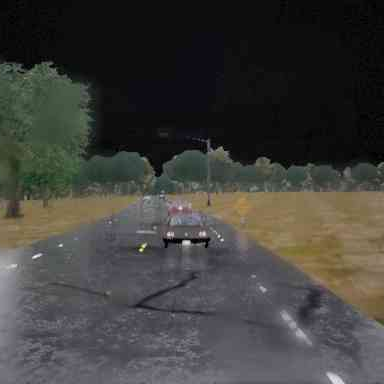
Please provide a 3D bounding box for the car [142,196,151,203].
[{"bbox_3d":[-10.178,1.680,75.353,1.812,1.442,4.674,0,0,-8],"label":"car"}]

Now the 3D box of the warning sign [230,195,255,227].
[{"bbox_3d":[3.031,1.134,20.041,1.300,1.860,1.060,0,0,-3],"label":"warning sign"}]

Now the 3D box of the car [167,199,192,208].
[{"bbox_3d":[-1.132,1.406,29.747,2.097,1.767,4.553,0,0,-4],"label":"car"}]

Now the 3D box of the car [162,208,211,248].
[{"bbox_3d":[-0.285,1.627,14.764,1.895,1.301,4.718,0,0,-2],"label":"car"}]
